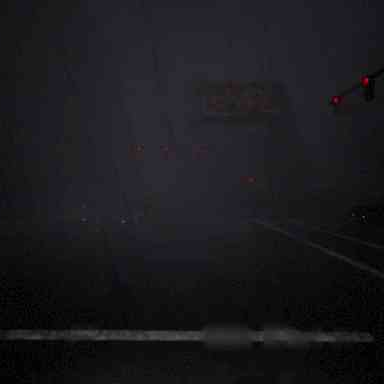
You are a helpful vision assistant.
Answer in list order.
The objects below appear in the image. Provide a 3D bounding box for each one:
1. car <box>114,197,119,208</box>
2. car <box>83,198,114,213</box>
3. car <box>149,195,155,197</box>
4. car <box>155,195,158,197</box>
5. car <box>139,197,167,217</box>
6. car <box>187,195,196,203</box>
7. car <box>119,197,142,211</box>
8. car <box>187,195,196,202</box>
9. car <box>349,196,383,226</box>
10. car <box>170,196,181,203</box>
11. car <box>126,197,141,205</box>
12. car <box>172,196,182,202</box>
[{"bbox_3d":[-10.645,1.506,46.801,1.882,1.535,5.008,0,0,0],"label":"car"},{"bbox_3d":[-10.653,1.624,37.411,1.895,1.301,4.718,0,0,1],"label":"car"},{"bbox_3d":[-7.145,1.508,49.857,1.882,1.535,5.008,0,0,0],"label":"car"},{"bbox_3d":[-7.133,1.390,61.004,2.097,1.767,4.553,0,0,0],"label":"car"},{"bbox_3d":[-3.438,1.497,31.458,1.882,1.535,5.008,0,0,0],"label":"car"},{"bbox_3d":[-0.088,1.641,69.628,1.895,1.301,4.718,0,0,0],"label":"car"},{"bbox_3d":[-7.134,1.502,40.425,1.882,1.535,5.008,0,0,0],"label":"car"},{"bbox_3d":[-0.100,1.520,78.665,2.128,1.511,4.902,0,0,0],"label":"car"},{"bbox_3d":[14.024,1.236,23.236,5.566,2.045,2.150,0,0,0],"label":"car"},{"bbox_3d":[-3.588,1.564,69.856,2.128,1.511,4.902,0,0,0],"label":"car"},{"bbox_3d":[-10.630,1.638,60.533,1.895,1.301,4.718,0,0,0],"label":"car"},{"bbox_3d":[-3.600,1.547,78.660,1.994,1.385,4.181,0,0,-6],"label":"car"}]
